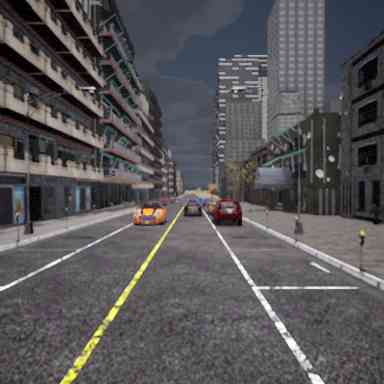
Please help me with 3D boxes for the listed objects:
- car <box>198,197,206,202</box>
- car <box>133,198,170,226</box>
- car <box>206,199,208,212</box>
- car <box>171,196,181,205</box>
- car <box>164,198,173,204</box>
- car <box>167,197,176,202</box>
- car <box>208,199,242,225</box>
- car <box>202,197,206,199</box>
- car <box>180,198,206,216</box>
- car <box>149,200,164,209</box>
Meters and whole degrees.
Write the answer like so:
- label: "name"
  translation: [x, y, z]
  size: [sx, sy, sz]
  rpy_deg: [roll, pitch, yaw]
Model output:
- label: "car"
  translation: [2.730, 2.120, 92.600]
  size: [1.887, 1.381, 4.507]
  rpy_deg: [-1, 0, 0]
- label: "car"
  translation: [-3.087, 1.519, 25.188]
  size: [2.097, 1.767, 4.553]
  rpy_deg: [0, 0, 0]
- label: "car"
  translation: [2.688, 1.768, 36.971]
  size: [1.752, 1.417, 4.829]
  rpy_deg: [-1, 0, 0]
- label: "car"
  translation: [-2.962, 1.757, 66.859]
  size: [2.128, 1.511, 4.902]
  rpy_deg: [0, 0, 0]
- label: "car"
  translation: [-5.656, 2.093, 81.400]
  size: [1.802, 1.307, 4.206]
  rpy_deg: [-1, 0, 0]
- label: "car"
  translation: [-5.650, 2.125, 92.562]
  size: [2.008, 1.369, 4.403]
  rpy_deg: [-1, 0, 0]
- label: "car"
  translation: [2.654, 1.485, 25.643]
  size: [2.192, 1.841, 5.009]
  rpy_deg: [-1, 0, 0]
- label: "car"
  translation: [2.711, 1.962, 59.120]
  size: [1.802, 1.307, 4.206]
  rpy_deg: [-1, 0, 0]
- label: "car"
  translation: [0.106, 1.723, 35.228]
  size: [2.128, 1.511, 4.902]
  rpy_deg: [0, 0, 0]
- label: "car"
  translation: [-5.672, 1.928, 53.499]
  size: [1.802, 1.307, 4.206]
  rpy_deg: [-1, 0, 0]
